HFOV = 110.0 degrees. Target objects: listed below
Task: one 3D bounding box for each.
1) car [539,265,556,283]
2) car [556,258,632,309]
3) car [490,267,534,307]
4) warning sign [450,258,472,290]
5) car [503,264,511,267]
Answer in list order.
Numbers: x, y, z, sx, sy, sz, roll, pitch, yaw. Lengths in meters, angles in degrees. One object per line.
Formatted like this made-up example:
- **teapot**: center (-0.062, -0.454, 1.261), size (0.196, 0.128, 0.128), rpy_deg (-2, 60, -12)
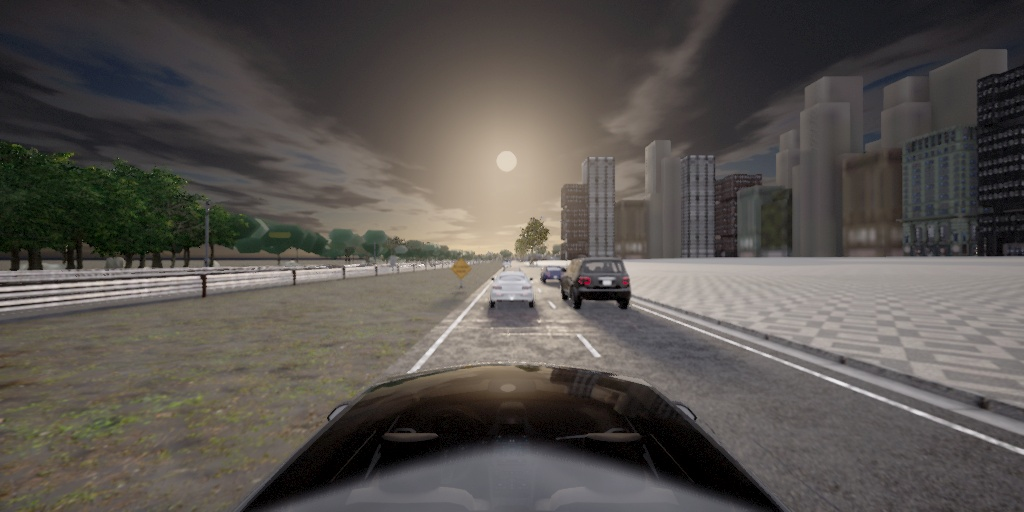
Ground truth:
- **car**: center (3.509, 1.543, 31.216), size (1.812, 1.442, 4.674), rpy_deg (0, 0, 0)
- **car**: center (3.502, 1.096, 15.868), size (2.150, 2.045, 5.566), rpy_deg (0, 0, 0)
- **car**: center (0.006, 1.408, 16.221), size (1.812, 1.442, 4.674), rpy_deg (0, 0, 0)
- **warning sign**: center (-3.048, 1.045, 21.487), size (1.300, 1.860, 1.060), rpy_deg (0, 0, 0)
- **car**: center (0.005, 1.615, 30.950), size (1.895, 1.301, 4.718), rpy_deg (0, 0, 0)
